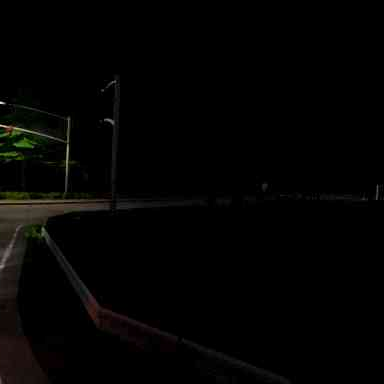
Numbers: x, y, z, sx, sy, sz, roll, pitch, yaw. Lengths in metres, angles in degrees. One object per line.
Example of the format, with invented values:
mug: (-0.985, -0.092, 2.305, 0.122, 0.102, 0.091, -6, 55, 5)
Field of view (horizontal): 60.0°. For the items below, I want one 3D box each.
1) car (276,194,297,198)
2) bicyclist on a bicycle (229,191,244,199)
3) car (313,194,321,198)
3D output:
car: (14.412, 0.711, 50.414, 2.128, 1.511, 4.902, 5, 3, 37)
bicyclist on a bicycle: (4.424, 0.694, 31.885, 1.656, 1.620, 0.582, 41, 23, 28)
car: (21.983, 0.693, 60.340, 1.837, 1.490, 4.892, 5, 3, 37)
